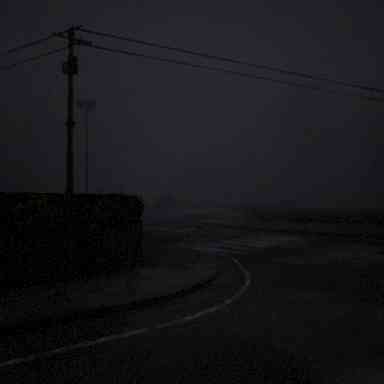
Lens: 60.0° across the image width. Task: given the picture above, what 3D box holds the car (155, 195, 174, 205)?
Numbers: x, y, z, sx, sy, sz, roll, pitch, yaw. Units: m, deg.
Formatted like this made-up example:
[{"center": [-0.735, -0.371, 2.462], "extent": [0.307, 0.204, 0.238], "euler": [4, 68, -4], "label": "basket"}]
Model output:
[{"center": [-5.425, 1.492, 65.599], "extent": [1.905, 1.878, 3.866], "euler": [0, 0, 31], "label": "car"}]

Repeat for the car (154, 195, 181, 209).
[{"center": [-3.524, 1.480, 48.989], "extent": [1.932, 1.855, 4.605], "euler": [0, 0, 31], "label": "car"}]

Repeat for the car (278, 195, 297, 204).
[{"center": [15.316, 1.811, 53.122], "extent": [2.242, 1.667, 4.611], "euler": [0, 0, 31], "label": "car"}]
